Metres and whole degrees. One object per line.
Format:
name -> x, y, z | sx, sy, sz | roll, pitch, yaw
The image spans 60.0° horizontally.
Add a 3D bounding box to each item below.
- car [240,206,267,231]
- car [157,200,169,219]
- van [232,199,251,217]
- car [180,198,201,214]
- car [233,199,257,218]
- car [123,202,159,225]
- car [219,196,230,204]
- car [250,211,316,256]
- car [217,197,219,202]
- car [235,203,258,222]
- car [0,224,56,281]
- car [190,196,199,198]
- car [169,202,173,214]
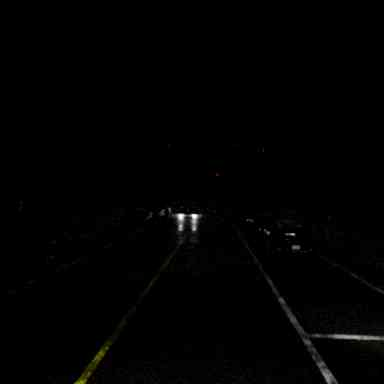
car -> 4.122, 1.731, 19.127 | 2.008, 1.369, 4.403 | 1, 0, 4
car -> -3.608, 1.741, 30.739 | 1.947, 1.339, 4.313 | 1, 0, 4
van -> 5.287, 1.649, 35.659 | 1.690, 1.788, 3.998 | 1, 0, 4
car -> -0.299, 1.808, 39.765 | 1.812, 1.442, 4.674 | 1, -1, 4
car -> 4.900, 1.581, 30.149 | 2.192, 1.841, 5.009 | 1, 0, 4
car -> -3.996, 1.714, 25.228 | 1.802, 1.307, 4.206 | 1, 0, 4
car -> 8.080, 2.111, 79.458 | 1.967, 1.590, 4.097 | 1, 0, 3
car -> 3.735, 1.688, 13.618 | 2.008, 1.369, 4.403 | 1, 0, 4
car -> 8.624, 2.349, 90.754 | 1.802, 1.307, 4.206 | 1, 0, 3
car -> 4.509, 1.789, 24.637 | 1.947, 1.339, 4.313 | 1, 0, 4
car -> -5.158, 1.570, 8.694 | 1.947, 1.339, 4.313 | 1, 0, 4
car -> 0.111, 2.115, 91.175 | 1.967, 1.590, 4.097 | 1, 0, 3
car -> -3.219, 1.657, 36.251 | 1.967, 1.590, 4.097 | 1, 0, 4
